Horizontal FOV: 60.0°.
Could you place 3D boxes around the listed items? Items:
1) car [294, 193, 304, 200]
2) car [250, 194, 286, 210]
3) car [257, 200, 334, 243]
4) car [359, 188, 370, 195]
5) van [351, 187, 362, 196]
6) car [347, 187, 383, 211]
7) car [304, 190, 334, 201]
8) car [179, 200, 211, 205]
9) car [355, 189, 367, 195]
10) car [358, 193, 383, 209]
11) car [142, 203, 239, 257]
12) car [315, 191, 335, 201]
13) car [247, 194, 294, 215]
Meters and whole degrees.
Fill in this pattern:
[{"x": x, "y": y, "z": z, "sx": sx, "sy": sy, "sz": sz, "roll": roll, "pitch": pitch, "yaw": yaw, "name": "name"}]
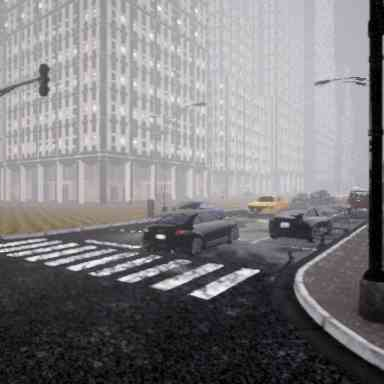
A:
[{"x": 14.088, "y": 0.758, "z": 42.094, "sx": 1.947, "sy": 1.339, "sz": 4.313, "roll": 1, "pitch": 2, "yaw": 35, "name": "car"}, {"x": 7.580, "y": 0.949, "z": 32.862, "sx": 1.947, "sy": 1.339, "sz": 4.313, "roll": 1, "pitch": 2, "yaw": 35, "name": "car"}, {"x": 4.703, "y": 1.250, "z": 14.238, "sx": 1.947, "sy": 1.339, "sz": 4.313, "roll": 1, "pitch": 2, "yaw": 35, "name": "car"}, {"x": 43.379, "y": -0.213, "z": 83.638, "sx": 1.967, "sy": 1.590, "sz": 4.097, "roll": 1, "pitch": 2, "yaw": 35, "name": "car"}, {"x": 36.870, "y": -0.125, "z": 74.402, "sx": 1.690, "sy": 1.788, "sz": 3.998, "roll": 1, "pitch": 2, "yaw": 35, "name": "van"}, {"x": 14.466, "y": 0.711, "z": 28.079, "sx": 2.192, "sy": 1.841, "sz": 5.009, "roll": 1, "pitch": 2, "yaw": 35, "name": "car"}, {"x": 15.220, "y": 0.577, "z": 39.169, "sx": 2.097, "sy": 1.767, "sz": 4.553, "roll": 0, "pitch": 1, "yaw": 36, "name": "car"}, {"x": 0.056, "y": 1.197, "z": 17.715, "sx": 1.812, "sy": 1.442, "sz": 4.674, "roll": 0, "pitch": 1, "yaw": 35, "name": "car"}, {"x": 40.124, "y": 0.006, "z": 79.024, "sx": 1.947, "sy": 1.339, "sz": 4.313, "roll": 1, "pitch": 2, "yaw": 35, "name": "car"}, {"x": 17.819, "y": 0.822, "z": 32.840, "sx": 1.752, "sy": 1.417, "sz": 4.829, "roll": 1, "pitch": 2, "yaw": 35, "name": "car"}, {"x": 0.094, "y": 1.321, "z": 12.032, "sx": 1.994, "sy": 1.385, "sz": 4.181, "roll": 0, "pitch": 1, "yaw": 32, "name": "car"}, {"x": 20.598, "y": 0.547, "z": 51.327, "sx": 1.887, "sy": 1.381, "sz": 4.507, "roll": 1, "pitch": 2, "yaw": 35, "name": "car"}, {"x": 6.036, "y": 0.973, "z": 26.196, "sx": 1.882, "sy": 1.535, "sz": 5.008, "roll": 0, "pitch": 1, "yaw": 35, "name": "car"}]
